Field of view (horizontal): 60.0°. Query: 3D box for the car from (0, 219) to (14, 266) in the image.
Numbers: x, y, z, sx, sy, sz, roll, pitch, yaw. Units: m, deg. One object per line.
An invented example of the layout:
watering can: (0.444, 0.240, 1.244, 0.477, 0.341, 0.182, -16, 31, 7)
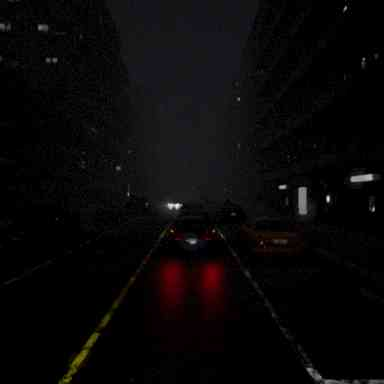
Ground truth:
car: (-5.673, 1.501, 6.418, 1.752, 1.417, 4.829, 1, 0, 0)

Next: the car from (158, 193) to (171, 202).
car: (-5.653, 1.067, 69.118, 2.192, 1.841, 5.009, 1, 0, 0)

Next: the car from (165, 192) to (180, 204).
car: (-3.042, 1.281, 58.202, 2.128, 1.511, 4.902, 0, 0, 1)

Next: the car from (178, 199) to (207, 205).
car: (0.045, 1.500, 27.274, 1.895, 1.301, 4.718, 0, 0, 1)

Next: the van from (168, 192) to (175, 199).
van: (-5.648, 1.018, 91.855, 1.690, 1.788, 3.998, 1, 0, 0)

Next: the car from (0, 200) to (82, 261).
car: (-5.667, 1.269, 12.272, 2.192, 1.841, 5.009, 1, 0, 0)

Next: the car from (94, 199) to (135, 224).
car: (-5.669, 1.463, 23.642, 2.008, 1.369, 4.403, 1, 0, 0)

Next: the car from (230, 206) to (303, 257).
car: (2.708, 1.478, 12.501, 1.752, 1.417, 4.829, 1, 0, 0)

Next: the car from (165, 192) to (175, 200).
car: (-5.649, 1.011, 86.171, 2.192, 1.841, 5.009, 1, 0, 0)

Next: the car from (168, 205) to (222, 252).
car: (0.051, 1.474, 13.544, 1.812, 1.442, 4.674, 0, 0, 1)

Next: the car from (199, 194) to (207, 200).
car: (2.725, 1.239, 80.715, 1.752, 1.417, 4.829, 1, 0, 0)

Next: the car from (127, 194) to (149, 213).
car: (-5.662, 1.186, 35.010, 2.192, 1.841, 5.009, 1, 0, 0)

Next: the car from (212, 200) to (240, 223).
car: (2.710, 1.478, 23.700, 1.947, 1.339, 4.313, 1, 0, 0)

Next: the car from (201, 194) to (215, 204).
car: (2.718, 1.335, 52.292, 1.752, 1.417, 4.829, 1, 0, 0)

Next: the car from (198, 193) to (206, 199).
car: (2.730, 1.117, 91.914, 1.967, 1.590, 4.097, 1, 0, 0)

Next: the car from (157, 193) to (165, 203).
car: (-5.660, 1.337, 63.434, 1.947, 1.339, 4.313, 1, 0, 0)

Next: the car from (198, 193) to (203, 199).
car: (2.723, 1.299, 74.861, 1.947, 1.339, 4.313, 1, 0, 0)
